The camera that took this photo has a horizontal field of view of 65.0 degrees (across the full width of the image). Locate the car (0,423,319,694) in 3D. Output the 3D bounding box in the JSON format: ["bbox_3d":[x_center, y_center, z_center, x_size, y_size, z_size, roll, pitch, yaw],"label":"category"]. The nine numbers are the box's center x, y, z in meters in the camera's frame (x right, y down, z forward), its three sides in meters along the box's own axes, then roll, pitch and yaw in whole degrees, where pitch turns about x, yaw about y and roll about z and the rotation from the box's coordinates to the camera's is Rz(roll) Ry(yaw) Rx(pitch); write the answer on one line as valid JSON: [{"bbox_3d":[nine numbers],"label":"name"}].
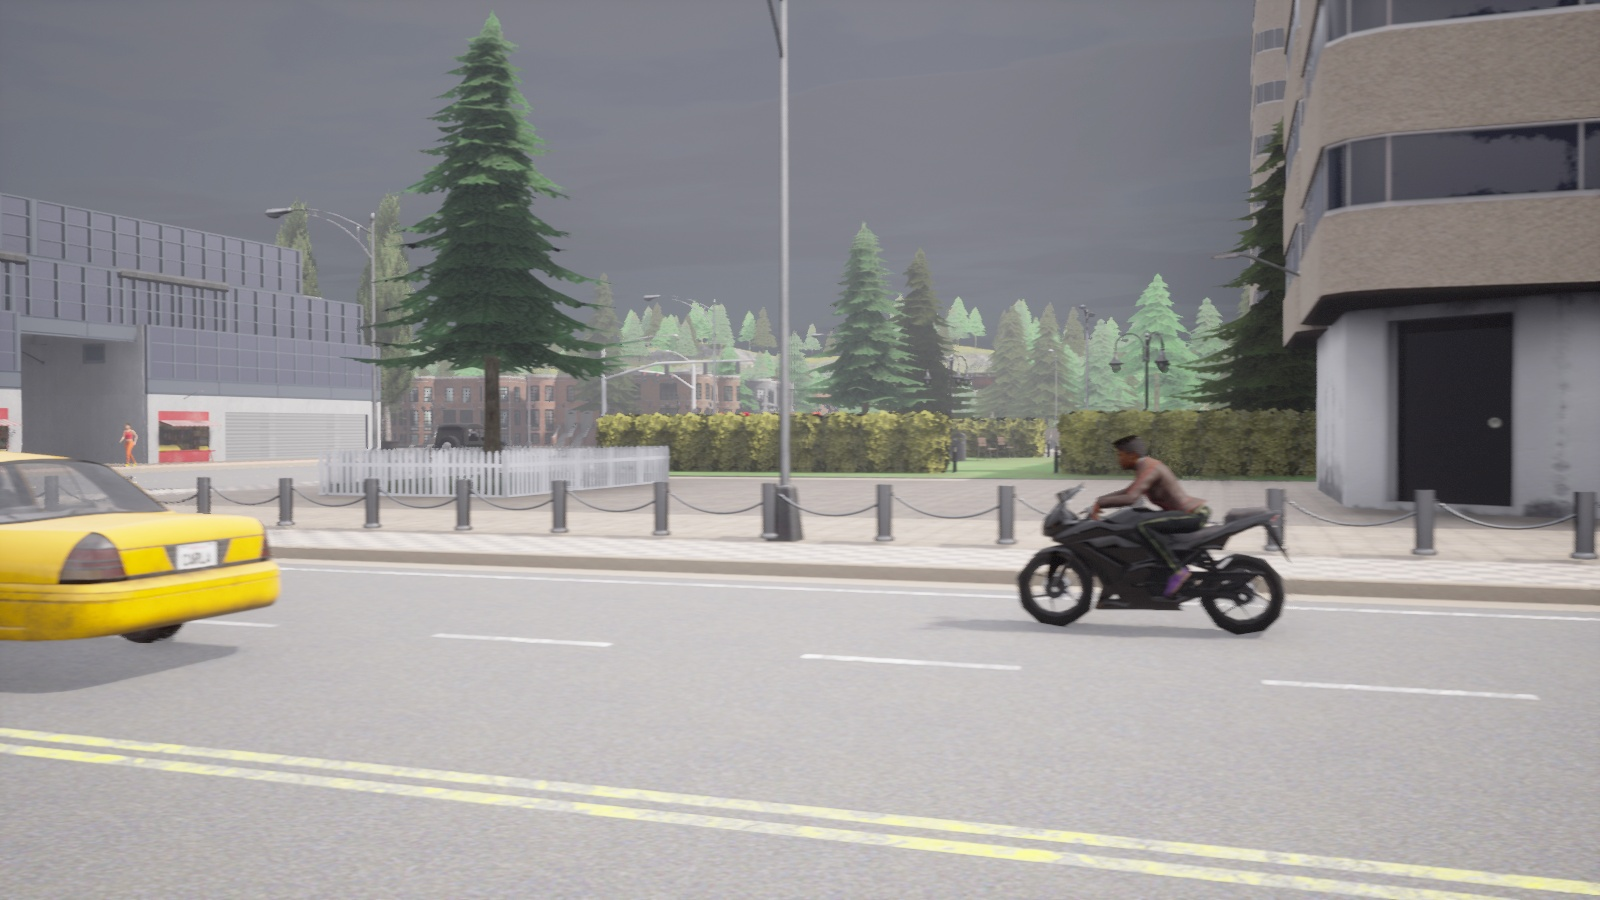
[{"bbox_3d":[-6.274,0.598,8.996,5.366,1.575,1.801,1,1,19],"label":"car"}]

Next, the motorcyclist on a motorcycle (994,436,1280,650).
[{"bbox_3d":[2.593,0.663,9.705,2.044,1.523,0.797,1,1,19],"label":"motorcyclist on a motorcycle"}]

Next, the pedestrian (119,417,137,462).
[{"bbox_3d":[-27.737,-0.449,51.826,0.345,1.836,0.594,1,1,18],"label":"pedestrian"}]

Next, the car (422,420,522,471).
[{"bbox_3d":[-12.621,-0.202,48.522,1.905,1.878,3.866,1,1,19],"label":"car"}]
